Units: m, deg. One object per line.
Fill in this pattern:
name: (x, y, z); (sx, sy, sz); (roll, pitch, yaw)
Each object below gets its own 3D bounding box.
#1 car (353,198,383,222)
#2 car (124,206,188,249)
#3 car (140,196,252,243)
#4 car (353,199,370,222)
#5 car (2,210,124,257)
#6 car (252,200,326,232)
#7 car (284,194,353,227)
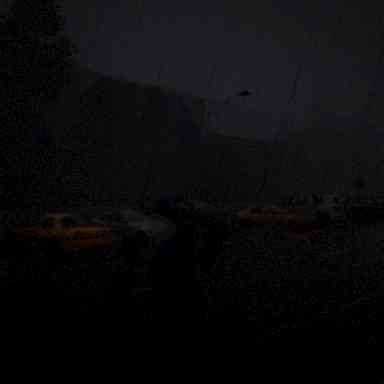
car: (11.918, 1.422, 25.057); (4.674, 1.452, 2.002); (-1, -1, 35)
car: (-2.764, 1.529, 14.600); (4.674, 1.452, 2.002); (-1, -1, 34)
car: (-0.290, 1.235, 16.329); (5.566, 2.045, 2.435); (-1, -1, 35)
car: (9.441, 1.439, 23.320); (4.792, 1.488, 2.163); (-1, 0, 35)
car: (-5.364, 1.491, 12.953); (5.366, 1.575, 1.946); (-1, 0, 35)
car: (4.728, 1.451, 19.721); (5.366, 1.575, 1.946); (-1, -1, 35)
car: (6.995, 1.185, 21.581); (5.566, 2.045, 2.435); (-1, 0, 35)
